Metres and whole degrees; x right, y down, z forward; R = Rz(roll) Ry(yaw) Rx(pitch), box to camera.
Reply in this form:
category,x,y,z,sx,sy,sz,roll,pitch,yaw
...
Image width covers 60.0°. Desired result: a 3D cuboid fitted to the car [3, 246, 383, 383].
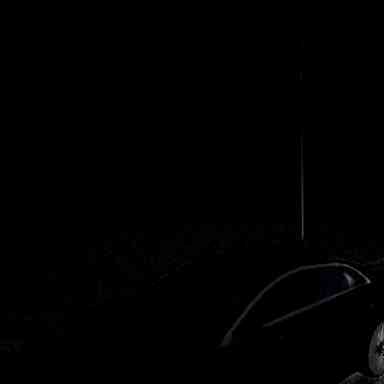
category,x,y,z,sx,sy,sz,roll,pitch,yaw
car,0.591,1.470,3.847,4.902,1.511,2.128,-1,0,-36
